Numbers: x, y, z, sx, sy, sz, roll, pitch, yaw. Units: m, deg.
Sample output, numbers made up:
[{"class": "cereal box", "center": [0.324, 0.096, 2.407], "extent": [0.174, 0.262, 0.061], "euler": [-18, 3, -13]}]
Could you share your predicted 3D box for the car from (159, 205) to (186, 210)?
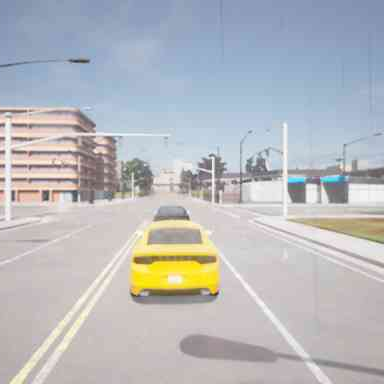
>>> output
[{"class": "car", "center": [-1.096, 1.466, 18.227], "extent": [1.882, 1.535, 5.008], "euler": [0, 0, -4]}]

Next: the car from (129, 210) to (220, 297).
[{"class": "car", "center": [-0.452, 1.472, 8.669], "extent": [1.882, 1.535, 5.008], "euler": [0, 0, -3]}]
